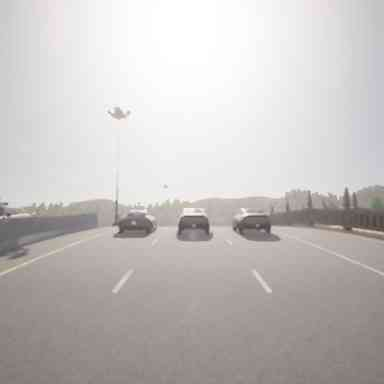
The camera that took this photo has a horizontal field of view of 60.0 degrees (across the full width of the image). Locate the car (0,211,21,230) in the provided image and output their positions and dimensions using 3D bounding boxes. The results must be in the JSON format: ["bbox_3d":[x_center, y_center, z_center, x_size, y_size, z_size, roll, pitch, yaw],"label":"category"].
[{"bbox_3d":[-14.087,1.989,23.199,1.895,1.301,4.718,0,-3,0],"label":"car"}]

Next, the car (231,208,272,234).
[{"bbox_3d":[3.611,1.758,20.759,2.128,1.511,4.902,0,-3,0],"label":"car"}]

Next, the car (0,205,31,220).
[{"bbox_3d":[-10.588,1.501,17.966,2.097,1.767,4.553,0,-2,0],"label":"car"}]

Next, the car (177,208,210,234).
[{"bbox_3d":[0.111,1.760,20.792,2.128,1.511,4.902,0,-3,0],"label":"car"}]

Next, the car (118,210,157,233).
[{"bbox_3d":[-3.389,1.861,21.401,1.994,1.385,4.181,0,-3,0],"label":"car"}]
